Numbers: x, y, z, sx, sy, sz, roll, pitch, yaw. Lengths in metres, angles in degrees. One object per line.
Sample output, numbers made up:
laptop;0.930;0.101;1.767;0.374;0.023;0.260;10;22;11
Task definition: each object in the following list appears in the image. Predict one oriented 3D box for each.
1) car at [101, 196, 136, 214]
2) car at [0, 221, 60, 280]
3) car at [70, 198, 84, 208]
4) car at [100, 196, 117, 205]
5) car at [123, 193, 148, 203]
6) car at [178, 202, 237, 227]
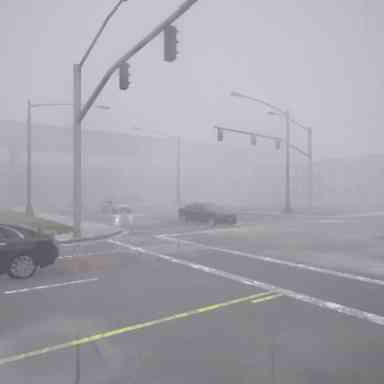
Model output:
car;-8.063;1.526;35.377;1.812;1.442;4.674;0;0;-36
car;-5.957;1.505;8.366;4.892;1.490;1.837;0;0;-36
car;-17.271;1.548;50.007;2.033;1.411;5.357;0;0;-17
car;-14.949;1.526;59.828;1.812;1.442;4.674;0;0;3
car;-12.256;1.223;69.394;2.150;2.045;5.566;0;0;30
car;0.973;1.478;23.207;1.882;1.535;5.008;0;0;-38
